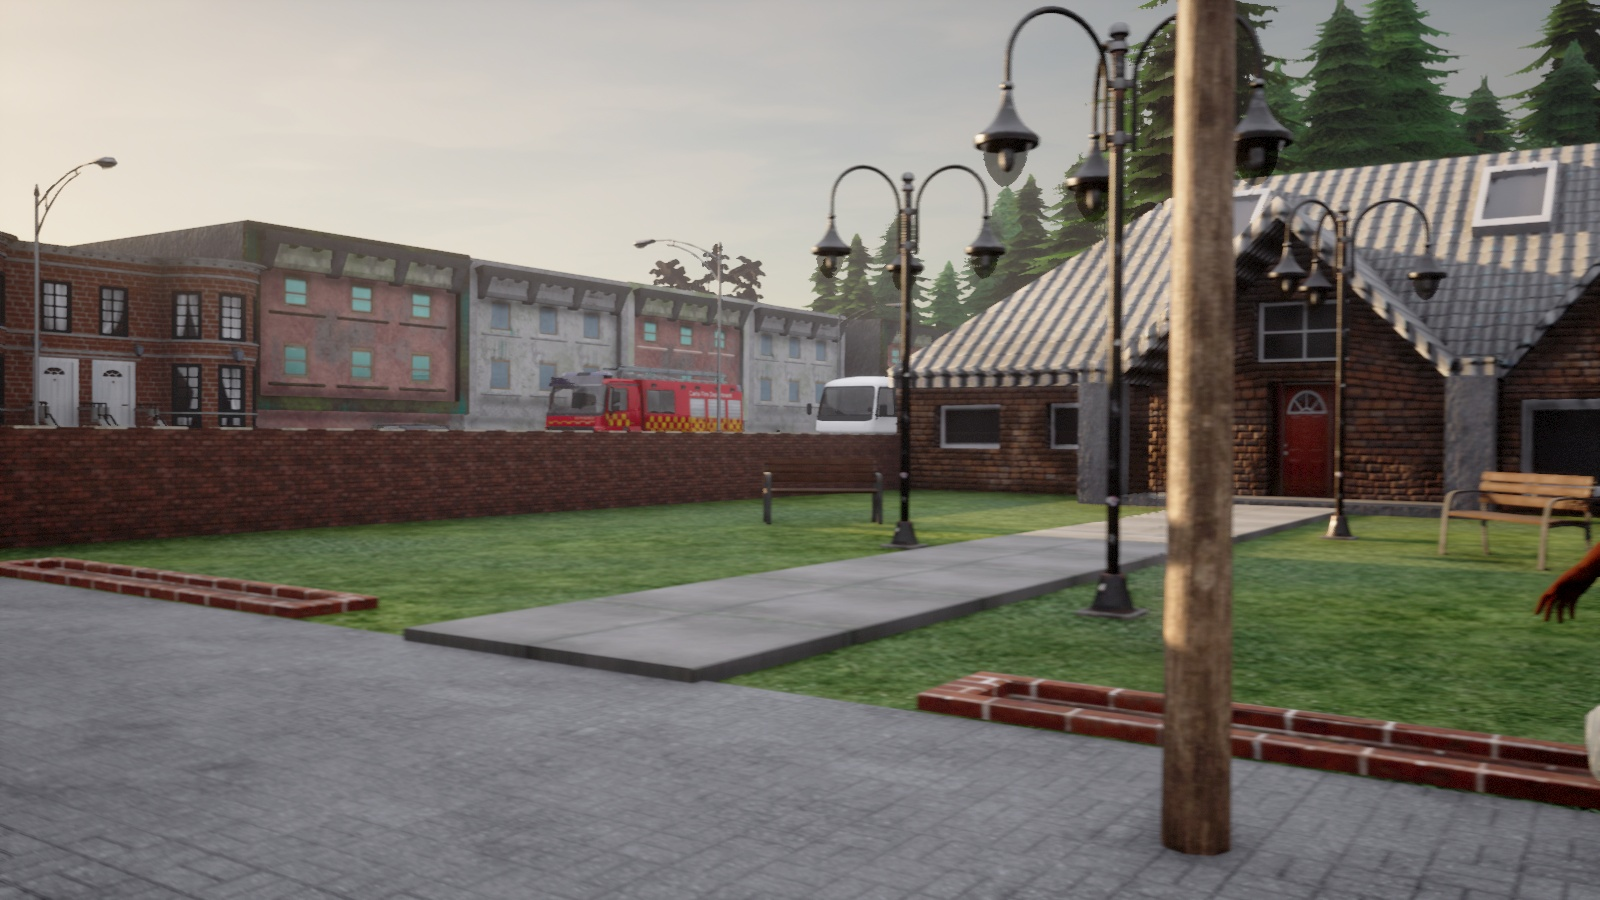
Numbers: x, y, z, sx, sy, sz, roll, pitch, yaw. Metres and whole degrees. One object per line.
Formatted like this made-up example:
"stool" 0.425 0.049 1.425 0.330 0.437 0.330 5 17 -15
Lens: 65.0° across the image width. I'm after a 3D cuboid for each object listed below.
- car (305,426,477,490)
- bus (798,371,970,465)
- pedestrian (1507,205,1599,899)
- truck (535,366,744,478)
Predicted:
"car" -12.151 0.187 37.568 2.097 1.767 4.553 0 1 34
"bus" 4.408 -1.536 62.380 3.944 4.253 10.273 0 1 33
"pedestrian" 2.324 0.378 3.040 0.900 1.855 0.874 0 1 17
"truck" -5.798 -1.023 47.090 2.891 3.827 8.468 0 1 34
